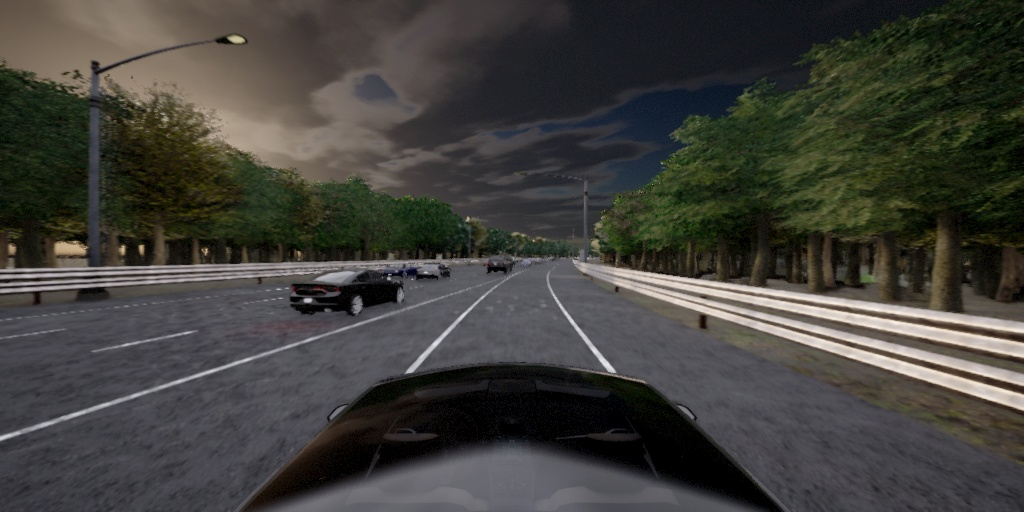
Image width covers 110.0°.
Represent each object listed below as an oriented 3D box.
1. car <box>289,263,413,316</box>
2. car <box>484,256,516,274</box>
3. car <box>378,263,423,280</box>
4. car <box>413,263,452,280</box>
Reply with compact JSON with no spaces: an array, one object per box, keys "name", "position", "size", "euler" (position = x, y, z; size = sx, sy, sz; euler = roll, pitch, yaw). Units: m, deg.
[{"name":"car","position":[-5.716,1.181,13.161],"size":[1.882,1.535,5.008],"euler":[0,0,9]},{"name":"car","position":[-1.361,0.973,40.854],"size":[2.150,2.045,5.566],"euler":[0,0,9]},{"name":"car","position":[-9.832,1.299,32.034],"size":[1.895,1.301,4.718],"euler":[1,0,9]},{"name":"car","position":[-6.537,1.280,30.481],"size":[1.994,1.385,4.181],"euler":[0,0,9]}]
